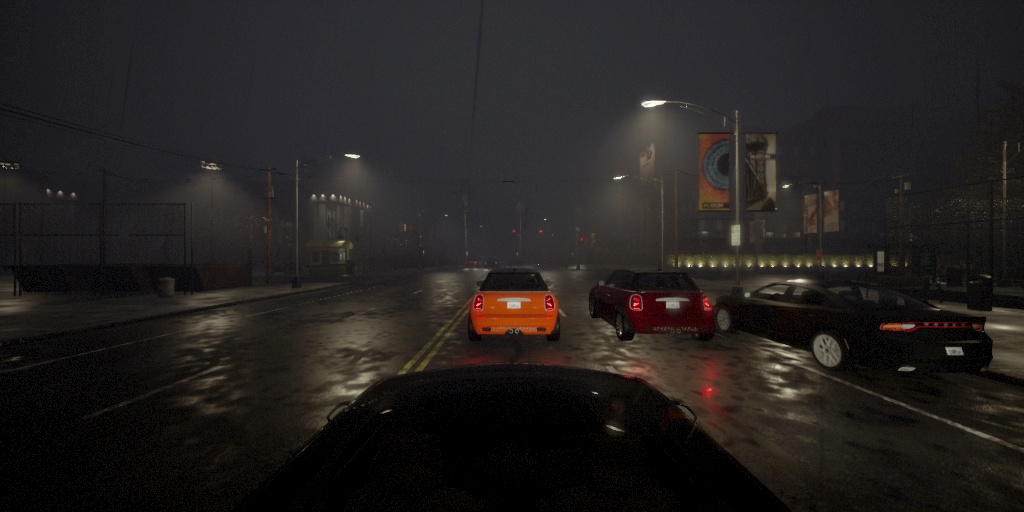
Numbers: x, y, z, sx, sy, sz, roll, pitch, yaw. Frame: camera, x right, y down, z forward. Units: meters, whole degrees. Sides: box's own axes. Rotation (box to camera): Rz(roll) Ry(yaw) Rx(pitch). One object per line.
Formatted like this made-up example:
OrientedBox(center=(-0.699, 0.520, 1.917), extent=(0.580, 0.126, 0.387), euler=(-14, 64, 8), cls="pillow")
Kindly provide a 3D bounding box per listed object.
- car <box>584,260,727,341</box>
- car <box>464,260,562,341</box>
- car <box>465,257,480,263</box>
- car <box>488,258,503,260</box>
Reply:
OrientedBox(center=(3.561, 1.102, 10.028), extent=(2.097, 1.767, 4.553), euler=(0, 0, 0), cls="car")
OrientedBox(center=(0.061, 1.102, 10.011), extent=(2.097, 1.767, 4.553), euler=(0, 0, 0), cls="car")
OrientedBox(center=(-6.357, 1.102, 58.838), extent=(2.097, 1.767, 4.553), euler=(0, 0, 9), cls="car")
OrientedBox(center=(-3.103, 1.102, 56.391), extent=(2.097, 1.767, 4.553), euler=(0, 0, 6), cls="car")
